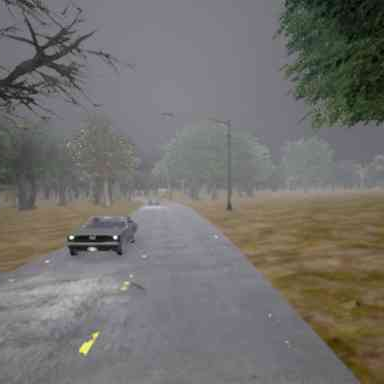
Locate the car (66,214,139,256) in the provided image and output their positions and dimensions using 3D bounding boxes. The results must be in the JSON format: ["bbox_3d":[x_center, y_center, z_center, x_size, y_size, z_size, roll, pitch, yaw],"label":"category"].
[{"bbox_3d":[-3.329,1.584,13.159,1.895,1.301,4.718,0,0,-2],"label":"car"}]

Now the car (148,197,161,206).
[{"bbox_3d":[-6.358,1.526,55.944,2.128,1.511,4.902,0,0,-6],"label":"car"}]

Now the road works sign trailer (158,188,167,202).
[{"bbox_3d":[-7.804,0.699,87.077,2.380,3.560,2.880,0,-1,-11],"label":"road works sign trailer"}]
